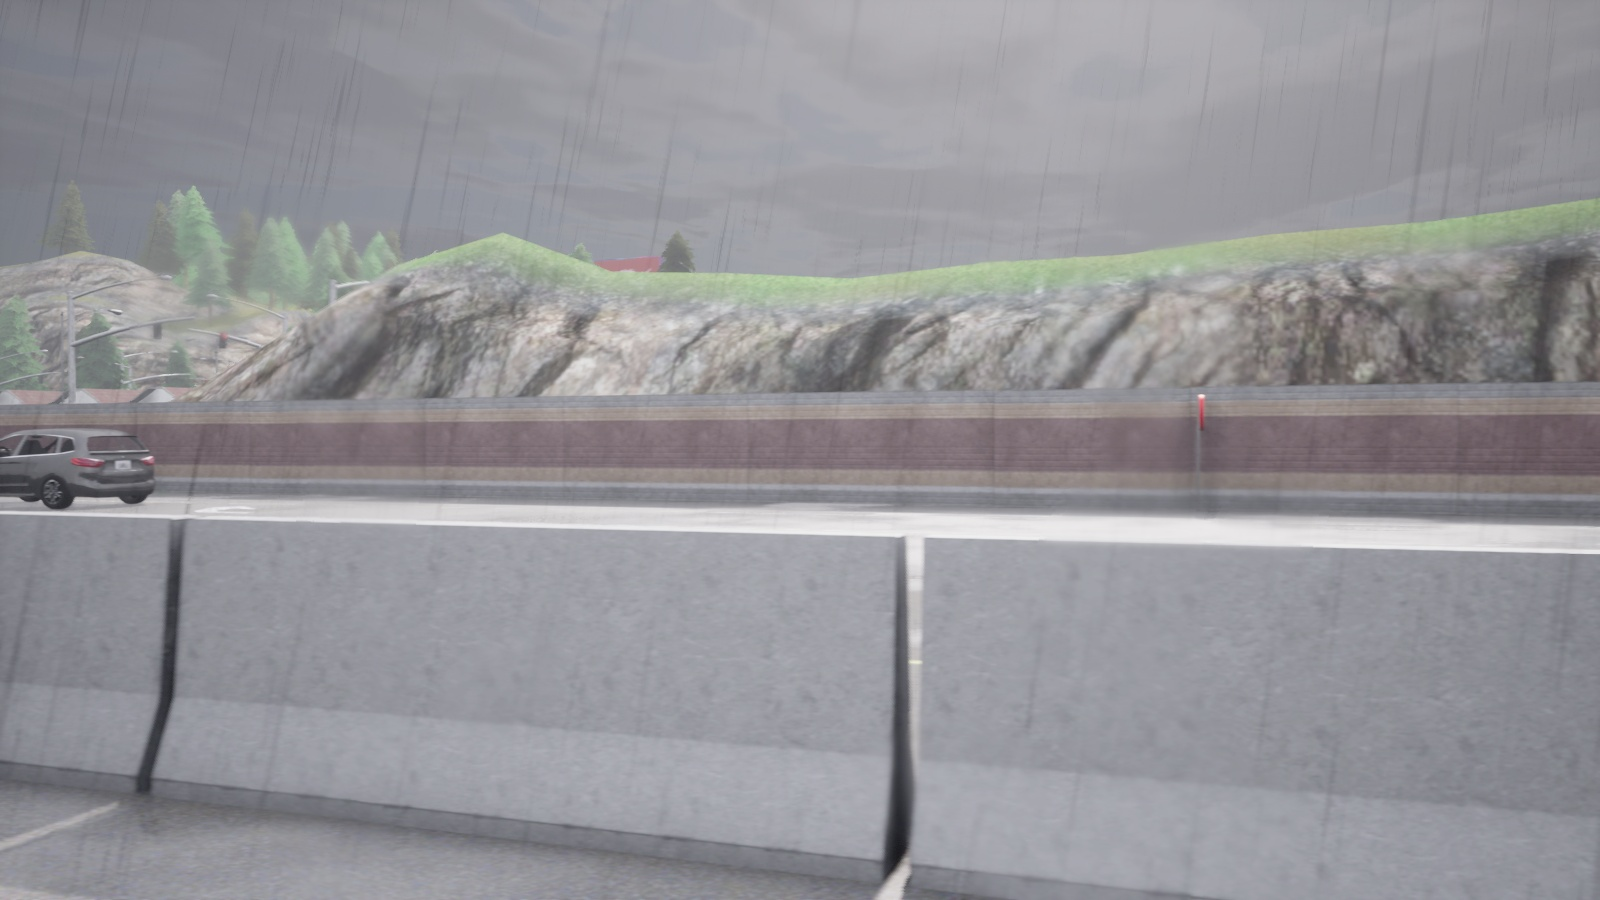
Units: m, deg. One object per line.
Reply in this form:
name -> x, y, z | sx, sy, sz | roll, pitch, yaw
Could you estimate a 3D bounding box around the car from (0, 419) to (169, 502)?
car -> -16.370, 0.174, 27.165 | 4.611, 1.667, 2.242 | 1, 1, 18
